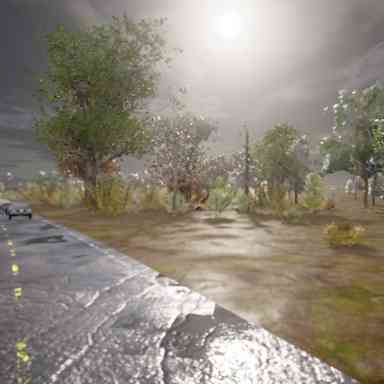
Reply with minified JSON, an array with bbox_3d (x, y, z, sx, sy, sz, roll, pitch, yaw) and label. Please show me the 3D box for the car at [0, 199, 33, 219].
[{"bbox_3d":[-15.223,1.578,29.145,2.033,1.411,5.357,0,0,-33],"label":"car"}]
